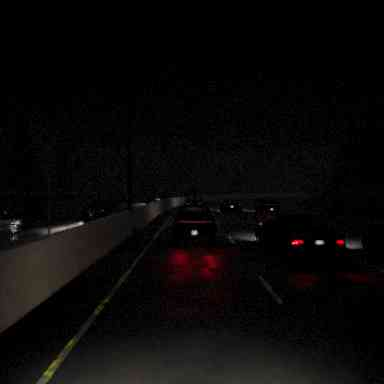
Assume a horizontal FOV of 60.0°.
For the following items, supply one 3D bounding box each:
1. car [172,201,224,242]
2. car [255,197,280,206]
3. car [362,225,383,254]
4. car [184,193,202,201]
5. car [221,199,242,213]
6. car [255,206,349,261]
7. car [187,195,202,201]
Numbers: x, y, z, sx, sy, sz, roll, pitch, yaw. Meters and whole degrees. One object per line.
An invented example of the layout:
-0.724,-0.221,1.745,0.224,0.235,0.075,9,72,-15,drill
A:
0.108,1.379,15.504,2.128,1.511,4.902,0,0,0,car
7.272,1.273,32.322,1.837,1.490,4.892,0,0,2,car
7.099,1.452,10.156,1.812,1.442,4.674,0,0,0,car
0.219,1.022,66.705,2.128,1.511,4.902,0,1,21,car
3.804,1.328,32.811,1.994,1.385,4.181,0,0,3,car
3.606,1.461,11.896,2.033,1.411,5.357,0,0,0,car
0.274,1.260,32.216,2.128,1.511,4.902,0,0,2,car
